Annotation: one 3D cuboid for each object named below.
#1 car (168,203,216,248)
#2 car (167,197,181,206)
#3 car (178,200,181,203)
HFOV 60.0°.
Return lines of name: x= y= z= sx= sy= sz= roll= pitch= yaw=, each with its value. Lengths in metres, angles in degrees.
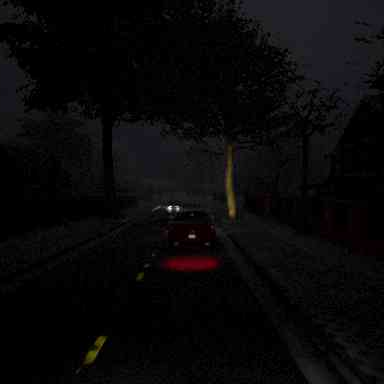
car: x=0.000 y=1.478 z=14.653 sx=1.882 sy=1.535 sz=5.008 roll=0 pitch=0 yaw=0
car: x=-2.750 y=1.547 z=52.658 sx=1.994 sy=1.385 sz=4.181 roll=0 pitch=0 yaw=0
car: x=0.000 y=1.598 z=29.685 sx=1.895 sy=1.301 sz=4.718 roll=0 pitch=0 yaw=0
